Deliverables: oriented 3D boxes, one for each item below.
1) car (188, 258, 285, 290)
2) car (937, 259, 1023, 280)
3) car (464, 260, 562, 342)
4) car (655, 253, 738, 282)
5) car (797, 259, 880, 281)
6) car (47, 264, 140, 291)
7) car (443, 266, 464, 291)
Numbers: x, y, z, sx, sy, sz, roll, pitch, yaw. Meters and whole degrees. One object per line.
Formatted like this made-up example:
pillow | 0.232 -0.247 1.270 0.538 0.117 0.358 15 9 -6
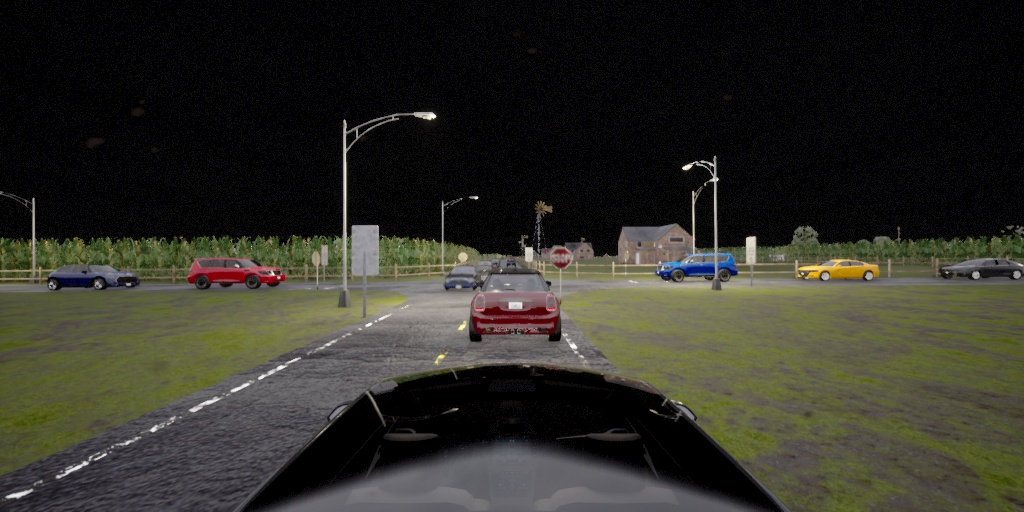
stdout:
car | -18.348 1.123 23.985 5.566 2.045 2.150 -1 0 1
car | 34.235 0.944 26.201 4.892 1.490 1.837 -1 0 0
car | 0.058 1.102 9.955 2.097 1.767 4.553 0 0 -1
car | 13.567 0.846 26.492 5.566 2.045 2.150 -1 0 0
car | 23.873 1.009 26.348 5.008 1.535 1.882 -1 0 1
car | -28.002 1.342 24.119 4.553 1.767 2.097 -1 0 1
car | -2.915 1.300 22.197 2.033 1.411 5.357 0 0 0
